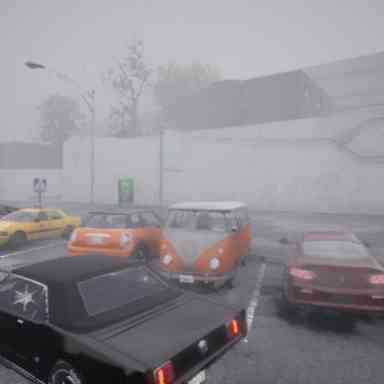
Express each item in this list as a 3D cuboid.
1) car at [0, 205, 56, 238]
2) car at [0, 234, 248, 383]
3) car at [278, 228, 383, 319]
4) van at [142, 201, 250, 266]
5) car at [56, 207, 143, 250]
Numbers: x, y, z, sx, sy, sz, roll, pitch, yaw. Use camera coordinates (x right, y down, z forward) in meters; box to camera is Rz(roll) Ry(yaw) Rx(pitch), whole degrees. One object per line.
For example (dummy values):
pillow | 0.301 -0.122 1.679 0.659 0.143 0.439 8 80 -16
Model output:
car | -6.824 1.365 14.127 1.946 1.575 5.366 1 0 15
car | -1.753 1.574 4.626 4.718 1.301 1.895 0 0 35
car | 2.941 1.519 7.377 2.002 1.452 4.674 0 0 15
van | 0.496 1.233 8.996 1.878 1.987 4.442 1 0 15
car | -1.925 1.306 10.816 2.185 1.767 4.553 1 0 15
